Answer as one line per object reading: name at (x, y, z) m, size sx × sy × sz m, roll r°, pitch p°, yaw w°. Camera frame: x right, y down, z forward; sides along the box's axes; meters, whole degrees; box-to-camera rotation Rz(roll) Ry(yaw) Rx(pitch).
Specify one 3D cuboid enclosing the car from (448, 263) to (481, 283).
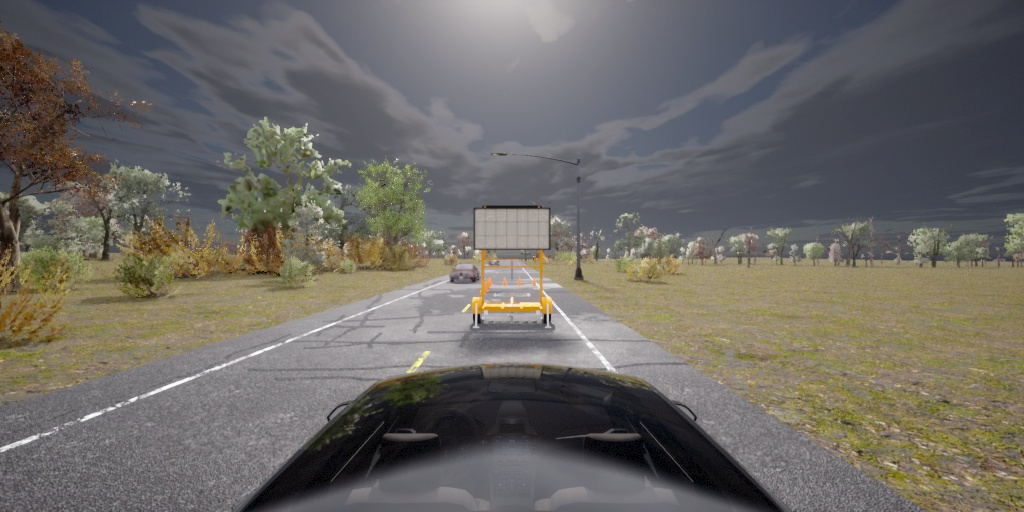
car at (-3.596, 1.283, 27.801) m, size 1.812 × 1.442 × 4.674 m, roll 0°, pitch 0°, yaw 0°

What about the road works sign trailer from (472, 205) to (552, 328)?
road works sign trailer at (0.002, 0.216, 11.344) m, size 2.380 × 3.560 × 2.880 m, roll 0°, pitch 0°, yaw 0°
